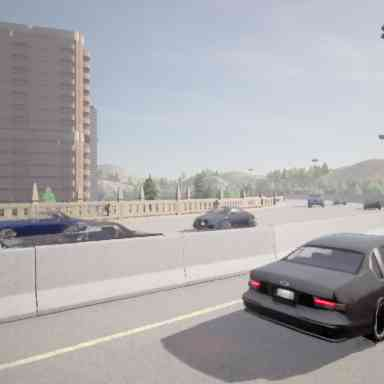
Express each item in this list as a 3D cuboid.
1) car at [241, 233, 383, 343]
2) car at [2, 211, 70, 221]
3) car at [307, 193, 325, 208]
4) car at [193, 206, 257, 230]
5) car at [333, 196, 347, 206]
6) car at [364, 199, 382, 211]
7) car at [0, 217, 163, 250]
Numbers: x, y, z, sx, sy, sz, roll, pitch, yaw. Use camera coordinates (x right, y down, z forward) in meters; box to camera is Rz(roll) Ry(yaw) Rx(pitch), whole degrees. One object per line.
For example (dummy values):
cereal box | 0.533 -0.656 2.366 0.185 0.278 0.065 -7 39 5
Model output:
car | 3.306 1.547 6.496 5.357 1.411 2.033 0 0 -40
car | -7.386 1.601 16.103 4.718 1.301 1.895 0 0 -38
car | 18.195 1.222 48.573 2.150 2.045 5.566 0 0 24
car | 2.021 1.564 19.739 4.181 1.385 1.994 0 0 -45
car | 24.816 1.492 55.863 2.128 1.511 4.902 0 0 19
car | 22.540 1.600 41.521 1.895 1.301 4.718 0 0 27
car | -3.337 1.601 10.401 4.718 1.301 1.895 0 0 -38
